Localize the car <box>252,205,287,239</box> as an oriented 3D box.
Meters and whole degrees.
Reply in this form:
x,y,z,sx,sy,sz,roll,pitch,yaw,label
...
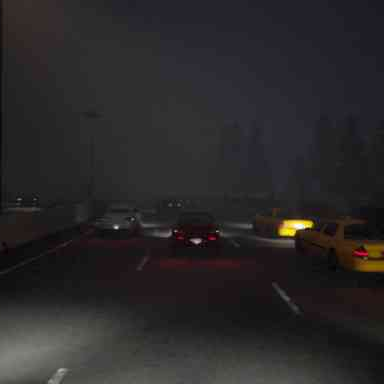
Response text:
x,y,z,sx,sy,sz,roll,pitch,yaw,label
4.479,1.459,17.219,1.801,1.575,5.366,1,0,-4,car

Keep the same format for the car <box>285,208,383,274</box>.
x,y,z,sx,sy,sz,roll,pitch,yaw,label
4.799,1.491,10.647,1.801,1.575,5.366,1,0,-1,car

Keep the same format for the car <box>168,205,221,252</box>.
x,y,z,sx,sy,sz,roll,pitch,yaw,label
0.068,1.470,13.535,1.812,1.442,4.674,1,0,-3,car

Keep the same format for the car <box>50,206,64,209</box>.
x,y,z,sx,sy,sz,roll,pitch,yaw,label
-15.030,1.138,37.912,2.033,1.411,5.357,1,0,-18,car

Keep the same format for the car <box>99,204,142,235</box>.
x,y,z,sx,sy,sz,roll,pitch,yaw,label
-3.736,1.388,17.839,1.812,1.442,4.674,1,0,-5,car

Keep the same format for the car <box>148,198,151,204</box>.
x,y,z,sx,sy,sz,roll,pitch,yaw,label
-5.387,1.168,52.642,1.882,1.535,5.008,1,0,-26,car

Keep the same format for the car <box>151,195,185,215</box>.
x,y,z,sx,sy,sz,roll,pitch,yaw,label
-2.378,1.180,31.788,2.097,1.767,4.553,1,0,-12,car

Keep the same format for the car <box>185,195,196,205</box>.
x,y,z,sx,sy,sz,roll,pitch,yaw,label
-1.120,1.162,41.015,2.097,1.767,4.553,1,0,-18,car
